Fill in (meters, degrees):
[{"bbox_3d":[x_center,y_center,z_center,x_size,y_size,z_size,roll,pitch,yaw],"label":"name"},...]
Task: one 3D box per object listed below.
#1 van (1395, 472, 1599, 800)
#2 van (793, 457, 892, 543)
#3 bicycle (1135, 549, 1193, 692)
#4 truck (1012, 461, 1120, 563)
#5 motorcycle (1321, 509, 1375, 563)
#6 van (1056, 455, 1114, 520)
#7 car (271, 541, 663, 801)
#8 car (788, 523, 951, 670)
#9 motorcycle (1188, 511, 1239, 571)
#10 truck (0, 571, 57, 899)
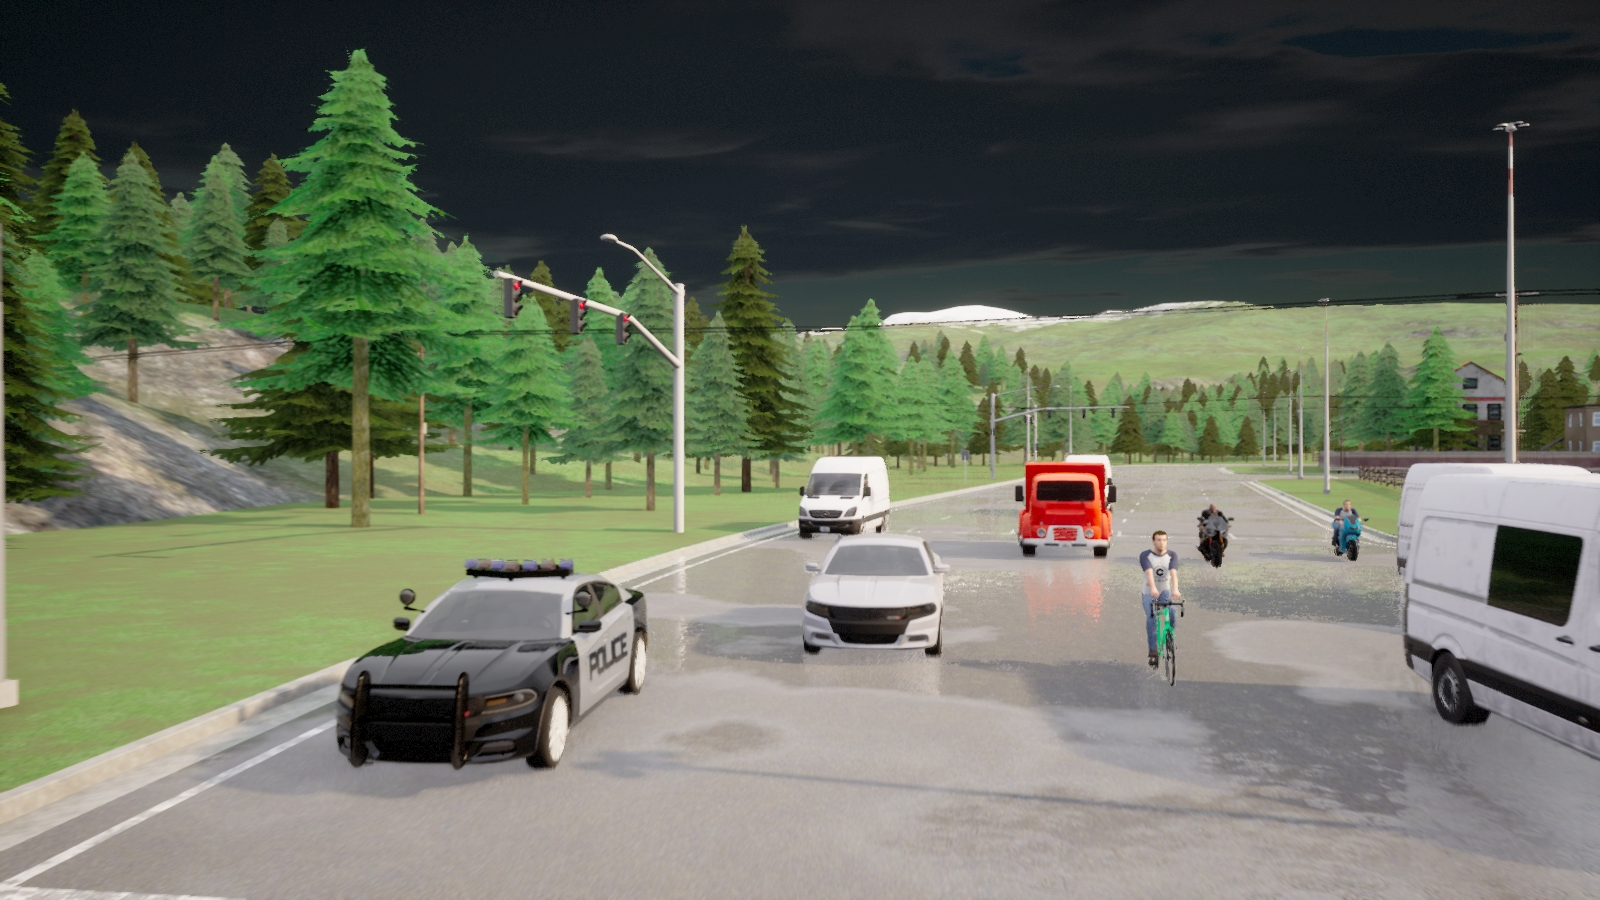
[{"bbox_3d":[7.476,1.530,9.897,1.988,2.561,5.915,0,0,5],"label":"van"},{"bbox_3d":[1.498,1.511,37.246,1.988,2.561,5.915,0,0,15],"label":"van"},{"bbox_3d":[4.455,2.047,14.061,0.373,1.496,1.643,0,0,7],"label":"bicycle"},{"bbox_3d":[7.174,1.552,30.968,2.627,2.467,5.204,0,0,13],"label":"truck"},{"bbox_3d":[13.921,2.171,29.077,0.803,1.199,2.033,0,0,13],"label":"motorcycle"},{"bbox_3d":[12.253,1.506,48.861,1.988,2.561,5.915,0,0,18],"label":"van"},{"bbox_3d":[-3.001,1.973,11.776,2.097,1.638,5.238,0,0,5],"label":"car"},{"bbox_3d":[1.200,2.023,17.130,2.097,1.535,5.006,0,0,7],"label":"car"},{"bbox_3d":[10.047,2.190,27.832,0.867,1.251,2.209,0,0,12],"label":"motorcycle"},{"bbox_3d":[-3.457,1.568,0.645,2.627,2.467,5.204,0,0,1],"label":"truck"}]
